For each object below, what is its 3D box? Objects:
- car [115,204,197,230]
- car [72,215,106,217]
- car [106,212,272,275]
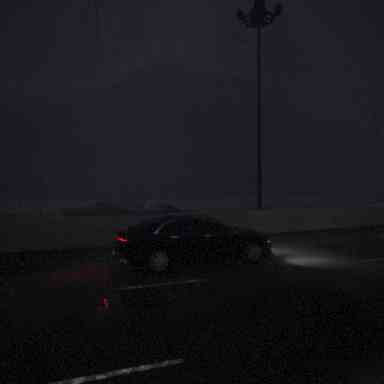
[{"bbox_3d":[-2.253,1.461,20.596,4.718,1.301,1.895,-1,0,-22],"label":"car"},{"bbox_3d":[-6.473,1.471,22.720,4.718,1.301,1.895,-1,0,-21],"label":"car"},{"bbox_3d":[0.099,1.428,10.063,4.892,1.490,1.837,0,0,-21],"label":"car"}]
